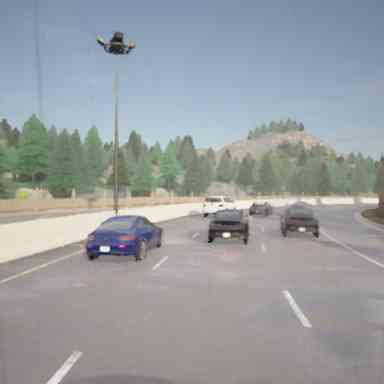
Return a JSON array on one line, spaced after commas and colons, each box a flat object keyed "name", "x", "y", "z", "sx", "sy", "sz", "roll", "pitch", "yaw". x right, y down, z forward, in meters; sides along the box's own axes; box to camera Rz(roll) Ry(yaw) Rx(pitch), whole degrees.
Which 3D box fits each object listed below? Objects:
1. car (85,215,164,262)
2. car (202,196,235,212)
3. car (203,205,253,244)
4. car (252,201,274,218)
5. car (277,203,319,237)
[{"name": "car", "x": -2.335, "y": 1.580, "z": 12.398, "sx": 1.812, "sy": 1.442, "sz": 4.674, "roll": 0, "pitch": 0, "yaw": 8}, {"name": "car", "x": 2.715, "y": 1.394, "z": 32.292, "sx": 2.150, "sy": 2.045, "sz": 5.566, "roll": 0, "pitch": 0, "yaw": 20}, {"name": "car", "x": 1.943, "y": 1.596, "z": 16.608, "sx": 1.837, "sy": 1.490, "sz": 4.892, "roll": 0, "pitch": 0, "yaw": 11}, {"name": "car", "x": 7.117, "y": 1.688, "z": 33.838, "sx": 2.128, "sy": 1.511, "sz": 4.902, "roll": 0, "pitch": 0, "yaw": 22}, {"name": "car", "x": 5.992, "y": 1.622, "z": 18.889, "sx": 1.837, "sy": 1.490, "sz": 4.892, "roll": 0, "pitch": 0, "yaw": 13}]
